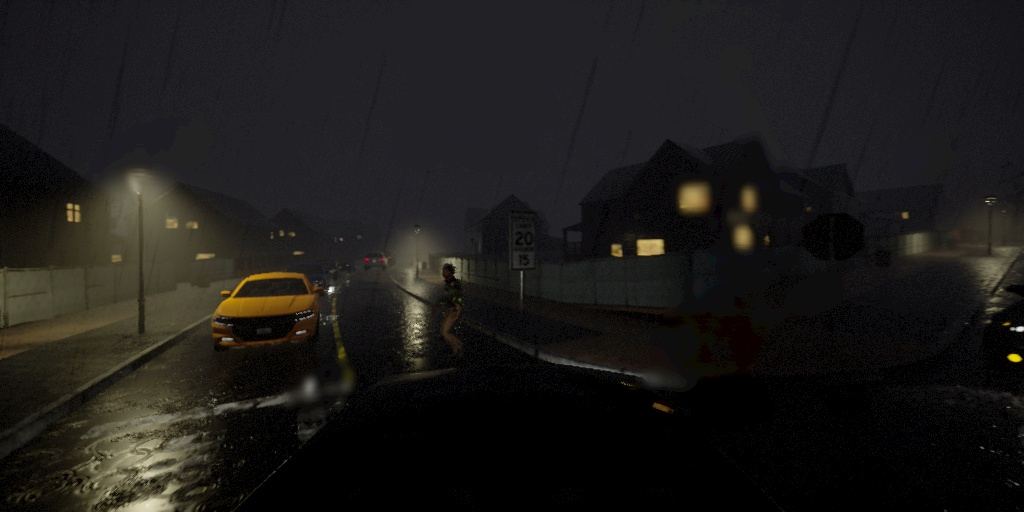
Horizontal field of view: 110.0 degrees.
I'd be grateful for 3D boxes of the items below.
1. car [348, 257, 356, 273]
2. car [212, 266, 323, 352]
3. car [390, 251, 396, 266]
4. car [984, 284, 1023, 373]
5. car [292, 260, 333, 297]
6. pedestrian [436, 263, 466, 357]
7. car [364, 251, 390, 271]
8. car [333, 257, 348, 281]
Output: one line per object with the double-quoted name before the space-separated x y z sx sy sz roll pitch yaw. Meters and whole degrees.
"car" -17.457 0.879 37.133 1.882 1.535 5.008 0 1 -16
"car" -6.027 1.187 9.246 1.882 1.535 5.008 -1 1 -28
"car" -18.038 0.358 51.266 2.150 2.045 5.566 0 1 -12
"car" 8.317 0.871 4.817 4.181 1.385 1.994 -3 3 -30
"car" -10.279 1.127 17.957 1.882 1.535 5.008 0 1 -24
"pedestrian" -1.142 1.004 6.820 0.375 1.860 0.375 -1 2 -29
"car" -15.562 0.551 41.130 2.150 2.045 5.566 0 1 -16
"car" -14.178 1.041 27.442 2.128 1.511 4.902 0 1 -20
